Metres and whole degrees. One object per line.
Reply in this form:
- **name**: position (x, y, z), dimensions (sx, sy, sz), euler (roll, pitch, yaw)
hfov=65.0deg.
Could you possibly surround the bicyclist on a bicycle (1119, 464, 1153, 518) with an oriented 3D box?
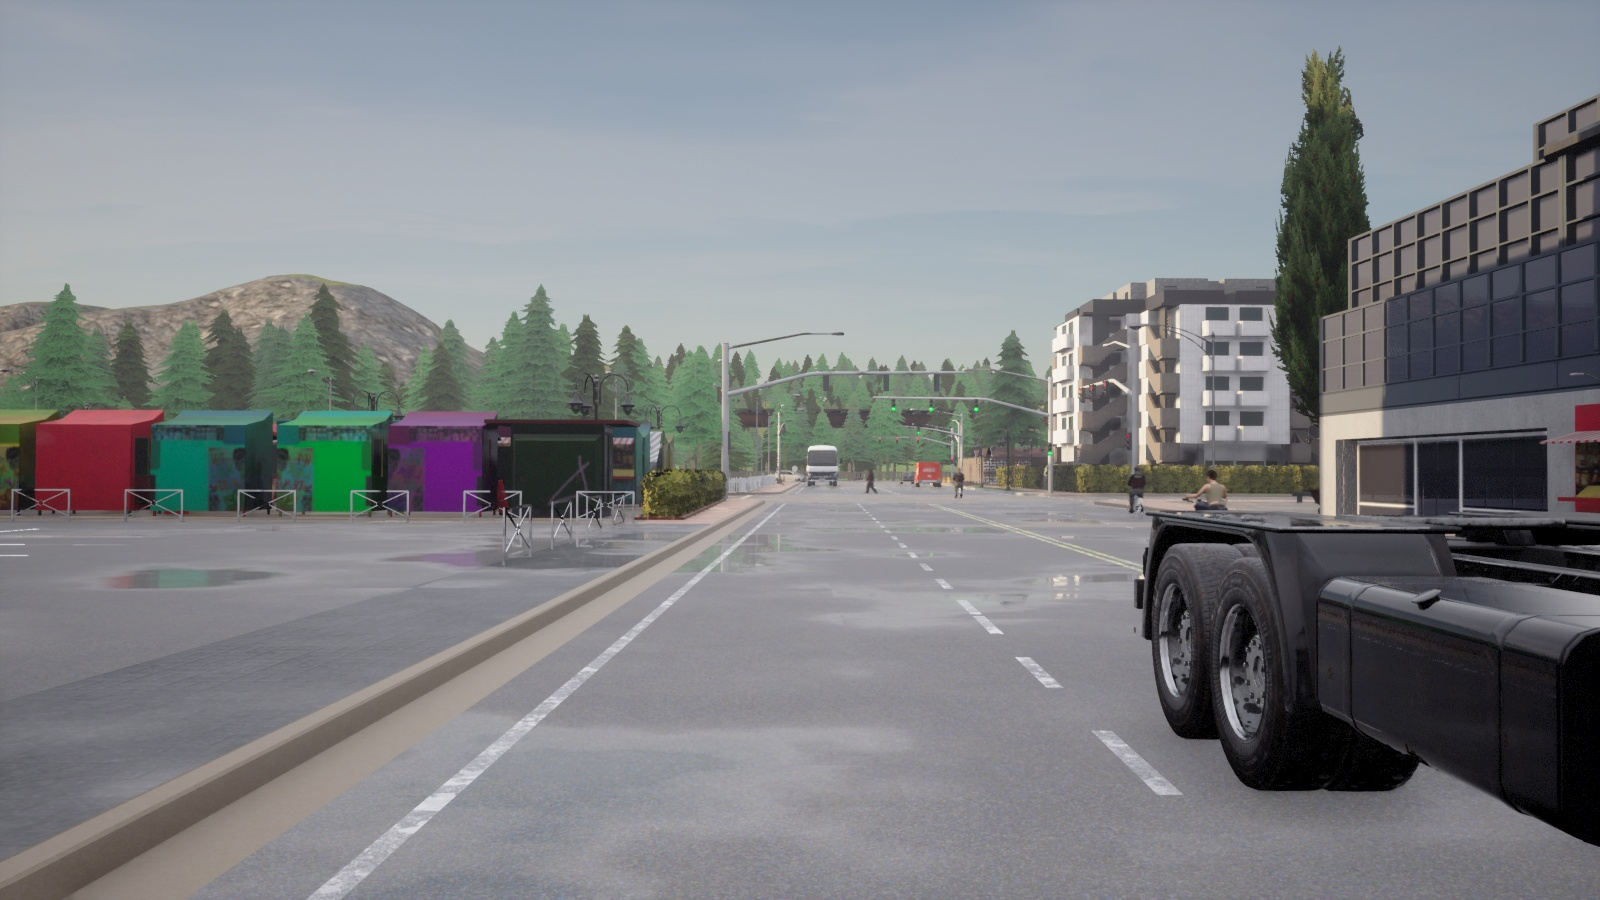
- **bicyclist on a bicycle**: position (11.183, 1.341, 41.840), dimensions (0.659, 1.776, 1.843), euler (0, -1, 2)

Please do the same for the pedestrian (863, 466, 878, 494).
- **pedestrian**: position (4.686, 1.993, 84.007), dimensions (0.899, 1.844, 0.634), euler (0, -1, -7)

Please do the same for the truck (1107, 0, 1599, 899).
- **truck**: position (3.537, -0.102, 4.747), dimensions (2.891, 3.462, 7.936), euler (0, -1, 1)
